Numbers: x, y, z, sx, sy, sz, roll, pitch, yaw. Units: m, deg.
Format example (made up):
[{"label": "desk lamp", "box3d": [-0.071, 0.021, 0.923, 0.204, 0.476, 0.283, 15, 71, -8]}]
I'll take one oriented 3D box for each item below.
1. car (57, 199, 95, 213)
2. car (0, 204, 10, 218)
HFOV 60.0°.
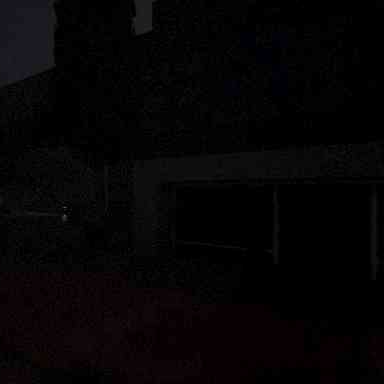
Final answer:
[{"label": "car", "box3d": [-12.292, 1.505, 36.317, 1.837, 1.490, 4.892, 0, 0, 36]}, {"label": "car", "box3d": [-18.205, 1.478, 28.108, 1.882, 1.535, 5.008, 0, 0, 36]}]
